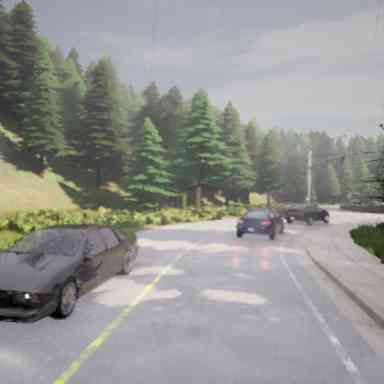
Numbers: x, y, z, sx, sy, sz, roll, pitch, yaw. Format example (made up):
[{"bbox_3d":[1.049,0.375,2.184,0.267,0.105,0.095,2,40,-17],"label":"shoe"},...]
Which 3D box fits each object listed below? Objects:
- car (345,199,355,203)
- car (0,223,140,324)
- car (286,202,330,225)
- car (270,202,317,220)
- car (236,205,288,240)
[{"bbox_3d":[35.232,2.289,72.930,4.892,1.490,1.837,1,0,-32],"label":"car"},{"bbox_3d":[-2.739,1.452,7.514,2.033,1.411,5.357,2,0,9],"label":"car"},{"bbox_3d":[8.953,1.682,25.698,4.892,1.490,1.837,1,0,-45],"label":"car"},{"bbox_3d":[9.559,1.705,31.085,4.674,1.442,1.812,2,0,-38],"label":"car"},{"bbox_3d":[3.631,1.579,17.476,1.812,1.442,4.674,2,0,23],"label":"car"}]
